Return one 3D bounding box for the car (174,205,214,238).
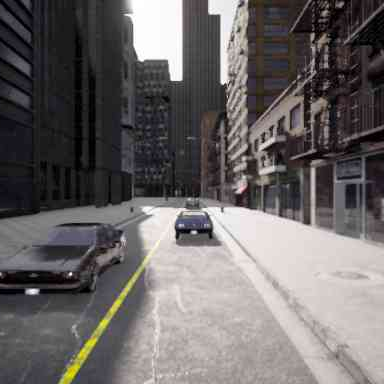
[{"bbox_3d":[0.097,1.607,17.849,1.895,1.301,4.718,0,0,0],"label":"car"}]

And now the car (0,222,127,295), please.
[{"bbox_3d":[-3.087,1.549,9.095,2.033,1.411,5.357,0,0,0],"label":"car"}]

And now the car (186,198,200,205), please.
[{"bbox_3d":[0.093,1.530,45.913,2.128,1.511,4.902,0,0,0],"label":"car"}]
